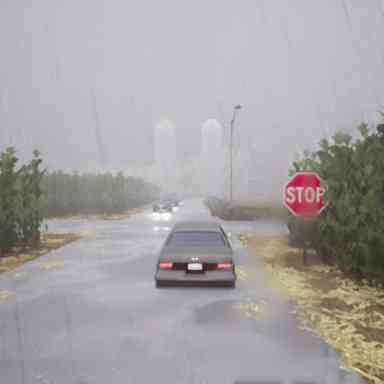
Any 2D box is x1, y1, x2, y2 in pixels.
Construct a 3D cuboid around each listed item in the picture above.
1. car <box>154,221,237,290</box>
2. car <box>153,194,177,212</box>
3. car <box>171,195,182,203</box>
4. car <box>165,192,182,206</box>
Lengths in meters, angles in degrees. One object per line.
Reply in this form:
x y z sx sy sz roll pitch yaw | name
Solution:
0.151 1.514 9.165 2.033 1.411 5.357 0 1 2 | car
-3.120 1.318 36.128 2.128 1.511 4.902 0 0 0 | car
-2.978 1.276 63.769 1.812 1.442 4.674 0 0 0 | car
-3.087 1.039 48.264 2.150 2.045 5.566 0 1 0 | car
